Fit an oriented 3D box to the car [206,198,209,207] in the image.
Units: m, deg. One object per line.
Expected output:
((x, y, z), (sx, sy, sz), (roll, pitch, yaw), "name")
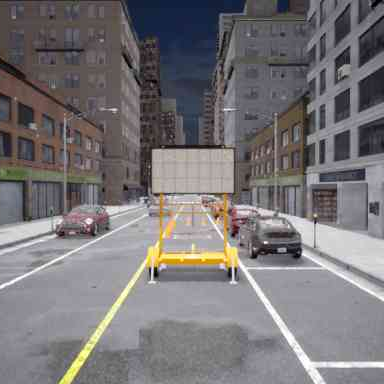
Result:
((2.809, 1.561, 34.445), (1.887, 1.381, 4.507), (-1, 0, 0), "car")

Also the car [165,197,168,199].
((-5.680, 1.602, 56.480), (1.947, 1.339, 4.313), (-1, 0, 0), "car")

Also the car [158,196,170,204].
((-5.662, 1.593, 67.491), (1.887, 1.381, 4.507), (-1, 0, 0), "car")

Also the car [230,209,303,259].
((2.773, 1.553, 12.424), (2.008, 1.369, 4.403), (-1, 0, 0), "car")

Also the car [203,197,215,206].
((2.845, 1.581, 56.466), (1.887, 1.381, 4.507), (-1, 0, 0), "car")

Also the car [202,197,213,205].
((2.854, 1.588, 61.971), (1.887, 1.381, 4.507), (-1, 0, 0), "car")

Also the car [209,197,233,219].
((2.798, 1.452, 28.941), (1.967, 1.590, 4.097), (-1, 0, 0), "car")

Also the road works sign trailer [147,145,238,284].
((0.028, 0.466, 9.567), (2.380, 3.560, 2.880), (0, 0, 0), "road works sign trailer")

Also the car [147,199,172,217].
((-2.949, 1.614, 31.378), (1.895, 1.301, 4.718), (0, 0, 0), "car")

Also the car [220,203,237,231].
((2.782, 1.550, 17.930), (1.887, 1.381, 4.507), (-1, 0, 0), "car")

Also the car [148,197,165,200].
((-5.691, 1.471, 50.975), (1.967, 1.590, 4.097), (-1, 0, 0), "car")

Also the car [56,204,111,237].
((-5.744, 1.445, 17.944), (1.967, 1.590, 4.097), (-1, 0, 0), "car")

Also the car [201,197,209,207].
((2.836, 1.597, 50.961), (1.947, 1.339, 4.313), (-1, 0, 0), "car")

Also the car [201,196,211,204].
((2.862, 1.594, 67.477), (1.887, 1.381, 4.507), (-1, 0, 0), "car")
